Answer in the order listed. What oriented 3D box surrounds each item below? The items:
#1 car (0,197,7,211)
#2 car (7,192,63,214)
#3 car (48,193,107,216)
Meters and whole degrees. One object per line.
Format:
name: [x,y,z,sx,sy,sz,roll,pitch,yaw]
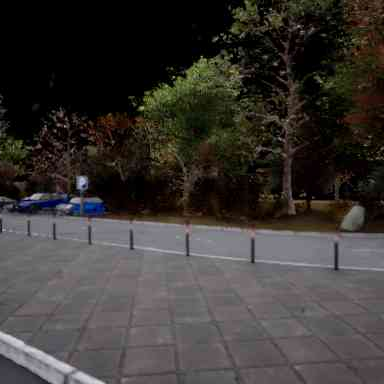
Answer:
car: [-16.811,1.306,34.551,2.231,1.521,4.892,0,0,35]
car: [-14.606,1.062,32.992,2.435,2.045,5.566,0,0,35]
car: [-9.864,1.196,29.687,2.185,1.767,4.553,1,1,34]
